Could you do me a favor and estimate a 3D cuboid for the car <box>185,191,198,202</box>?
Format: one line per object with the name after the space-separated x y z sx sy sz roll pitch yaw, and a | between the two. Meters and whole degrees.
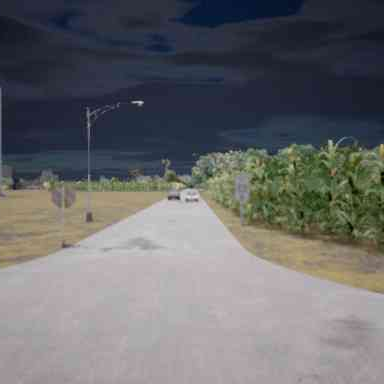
-0.045 0.729 48.263 1.895 1.301 4.718 0 1 0 | car

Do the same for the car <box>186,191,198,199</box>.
-0.053 0.489 58.236 2.033 1.411 5.357 0 1 0 | car

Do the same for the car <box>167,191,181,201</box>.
-2.799 0.547 52.400 1.882 1.535 5.008 0 1 0 | car
